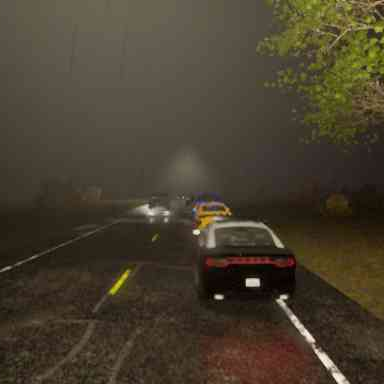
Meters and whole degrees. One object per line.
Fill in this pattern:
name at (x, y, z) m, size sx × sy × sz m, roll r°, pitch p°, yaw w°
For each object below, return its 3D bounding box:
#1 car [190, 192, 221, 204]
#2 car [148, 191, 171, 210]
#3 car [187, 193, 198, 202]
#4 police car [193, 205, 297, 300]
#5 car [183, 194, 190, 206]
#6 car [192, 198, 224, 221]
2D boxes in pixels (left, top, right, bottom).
car at (1.103, 1.019, 24.313) m, size 2.150 × 2.045 × 5.566 m, roll 0°, pitch 0°, yaw 0°
car at (-3.517, 0.907, 37.053) m, size 2.150 × 2.045 × 5.566 m, roll 0°, pitch 0°, yaw 0°
car at (0.131, 0.975, 59.385) m, size 1.882 × 1.535 × 5.008 m, roll 0°, pitch 0°, yaw 0°
police car at (1.069, 1.354, 8.393) m, size 1.930 × 1.638 × 5.238 m, roll 0°, pitch 0°, yaw 0°
car at (0.133, 1.119, 45.460) m, size 1.837 × 1.490 × 4.892 m, roll 0°, pitch 0°, yaw 1°
car at (1.090, 1.323, 18.284) m, size 1.882 × 1.535 × 5.008 m, roll 0°, pitch 0°, yaw 0°
